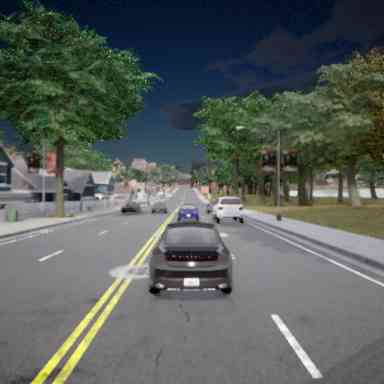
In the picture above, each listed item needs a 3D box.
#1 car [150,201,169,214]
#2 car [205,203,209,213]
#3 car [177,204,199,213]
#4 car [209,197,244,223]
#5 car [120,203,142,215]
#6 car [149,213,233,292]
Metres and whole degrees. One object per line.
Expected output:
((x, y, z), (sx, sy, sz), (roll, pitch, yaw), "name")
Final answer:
((-3.915, 1.901, 40.583), (1.837, 1.490, 4.892), (0, -1, -1), "car")
((2.701, 1.998, 42.456), (2.033, 1.411, 5.357), (0, -1, 0), "car")
((-0.319, 1.768, 29.299), (1.812, 1.442, 4.674), (0, -1, -1), "car")
((2.933, 1.455, 27.874), (2.150, 2.045, 5.566), (0, -1, -1), "car")
((-7.154, 1.963, 39.370), (1.895, 1.301, 4.718), (0, -1, -1), "car")
((-0.041, 1.545, 8.987), (1.837, 1.490, 4.892), (0, 0, -1), "car")
